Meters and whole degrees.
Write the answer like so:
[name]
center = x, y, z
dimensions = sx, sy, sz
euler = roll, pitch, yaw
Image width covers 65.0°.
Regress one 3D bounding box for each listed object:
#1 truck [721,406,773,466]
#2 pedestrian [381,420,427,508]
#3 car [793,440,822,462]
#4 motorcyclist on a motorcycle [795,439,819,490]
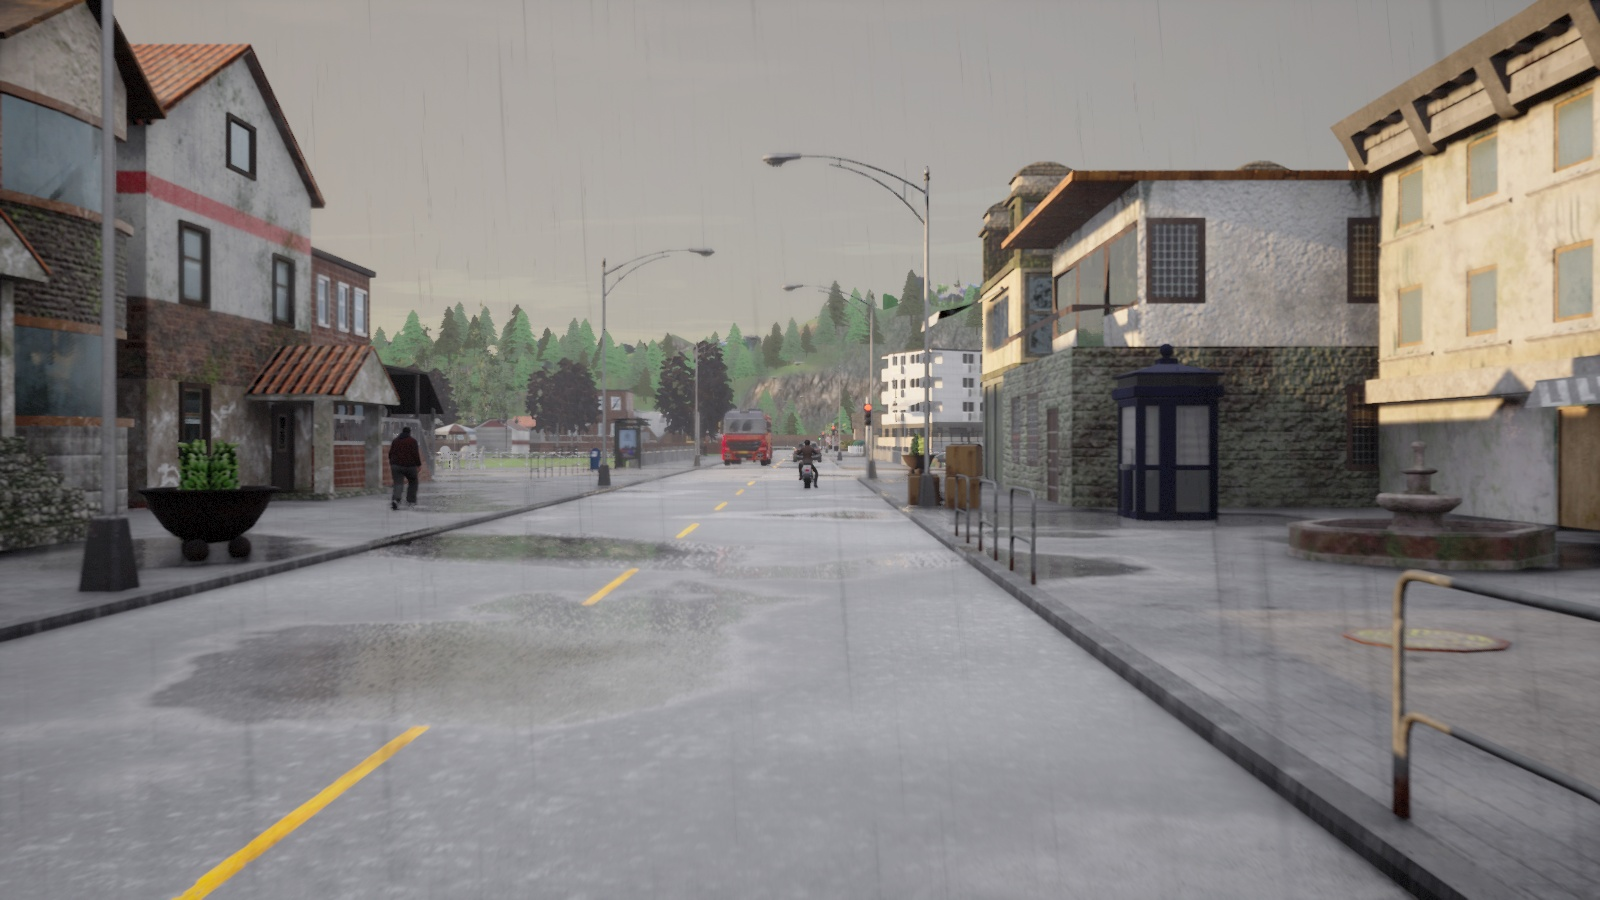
[truck]
center = -3.470, -0.895, 84.083
dimensions = 2.891, 3.827, 8.468
euler = 0, 0, 2
[pedestrian]
center = -8.457, 0.294, 26.861
dimensions = 0.634, 1.844, 0.899
euler = 0, 0, 5
[car]
center = 0.565, 0.045, 96.883
dimensions = 2.242, 1.667, 4.611
euler = 0, 0, 0
[motorcyclist on a motorcycle]
center = 0.247, 0.462, 41.619
dimensions = 0.766, 1.649, 2.350
euler = 0, 0, 1
